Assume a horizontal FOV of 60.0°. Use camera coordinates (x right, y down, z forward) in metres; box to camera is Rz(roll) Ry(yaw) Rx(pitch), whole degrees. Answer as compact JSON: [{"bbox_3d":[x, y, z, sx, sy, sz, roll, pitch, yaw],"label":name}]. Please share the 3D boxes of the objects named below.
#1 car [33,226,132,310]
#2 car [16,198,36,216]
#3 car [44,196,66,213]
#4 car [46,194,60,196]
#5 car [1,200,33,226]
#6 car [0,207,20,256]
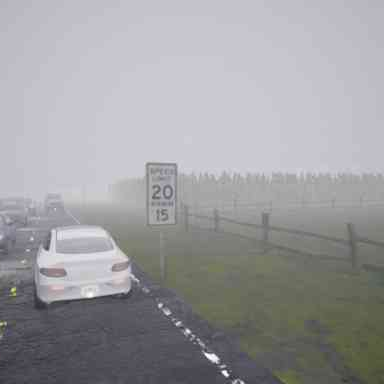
[{"bbox_3d":[-2.683,1.527,7.890,1.812,1.442,4.674,0,0,-23],"label":"car"},{"bbox_3d":[-16.220,1.356,32.049,2.097,1.767,4.553,0,0,-23],"label":"car"},{"bbox_3d":[-14.990,1.508,36.425,1.837,1.490,4.892,0,0,-23],"label":"car"},{"bbox_3d":[-19.007,1.224,45.555,2.150,2.045,5.566,0,0,-23],"label":"car"},{"bbox_3d":[-12.272,1.509,22.860,1.837,1.490,4.892,0,0,-24],"label":"car"},{"bbox_3d":[-7.950,1.528,12.885,1.812,1.442,4.674,0,0,-24],"label":"car"}]
